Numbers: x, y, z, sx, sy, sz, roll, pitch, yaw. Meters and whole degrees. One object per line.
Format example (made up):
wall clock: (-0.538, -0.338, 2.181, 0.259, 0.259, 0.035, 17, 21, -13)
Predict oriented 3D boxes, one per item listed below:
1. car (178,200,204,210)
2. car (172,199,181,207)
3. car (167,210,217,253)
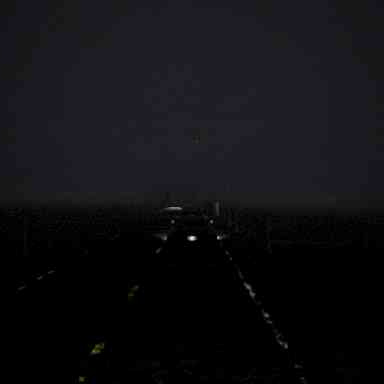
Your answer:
car: (0.017, 1.758, 29.470, 1.882, 1.535, 5.008, 0, 0, 0)
car: (-2.765, 2.114, 64.091, 2.128, 1.511, 4.902, 0, -1, 1)
car: (0.010, 1.700, 14.281, 1.994, 1.385, 4.181, 0, 0, 0)
